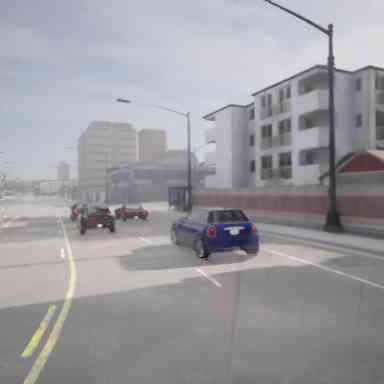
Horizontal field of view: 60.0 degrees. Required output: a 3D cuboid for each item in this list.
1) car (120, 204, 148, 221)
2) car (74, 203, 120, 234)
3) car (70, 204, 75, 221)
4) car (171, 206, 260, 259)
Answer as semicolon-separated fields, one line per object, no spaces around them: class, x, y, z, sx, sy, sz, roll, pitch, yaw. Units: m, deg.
car;-5.106;1.647;27.409;1.895;1.301;4.718;-1;0;-23
car;-5.805;1.564;19.937;1.837;1.490;4.892;-1;0;-22
car;-9.324;1.623;28.370;1.812;1.442;4.674;-1;0;-23
car;0.689;1.334;12.853;2.097;1.767;4.553;-1;0;-19
